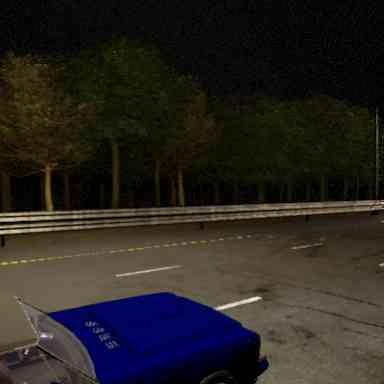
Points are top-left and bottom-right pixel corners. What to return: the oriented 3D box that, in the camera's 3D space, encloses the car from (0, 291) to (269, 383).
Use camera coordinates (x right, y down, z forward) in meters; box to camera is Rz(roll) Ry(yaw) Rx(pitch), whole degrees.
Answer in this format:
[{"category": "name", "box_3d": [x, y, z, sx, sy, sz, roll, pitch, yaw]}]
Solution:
[{"category": "car", "box_3d": [-1.566, 1.601, 2.753, 4.718, 1.301, 1.895, 0, 0, -36]}]
